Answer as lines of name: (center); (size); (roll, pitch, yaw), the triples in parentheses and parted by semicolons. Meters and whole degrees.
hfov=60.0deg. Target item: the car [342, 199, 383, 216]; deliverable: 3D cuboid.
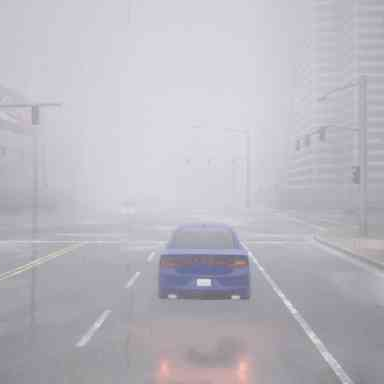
car: (17.234, 1.505, 32.366); (4.892, 1.490, 1.837); (0, 0, 2)

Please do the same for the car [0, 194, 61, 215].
car: (-16.078, 1.221, 33.311); (5.566, 2.045, 2.150); (0, 1, -16)

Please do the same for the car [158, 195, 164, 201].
car: (-7.932, 1.526, 79.885); (2.033, 1.411, 5.357); (0, 0, 2)

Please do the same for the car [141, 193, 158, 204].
car: (-8.488, 1.220, 64.205); (2.150, 2.045, 5.566); (0, 0, 2)

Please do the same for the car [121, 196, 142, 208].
car: (-9.045, 1.564, 48.835); (1.994, 1.385, 4.181); (0, 0, 2)

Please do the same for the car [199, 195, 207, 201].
car: (2.781, 1.524, 86.238); (1.812, 1.442, 4.674); (0, 0, 2)

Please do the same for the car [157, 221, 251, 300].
car: (0.310, 1.478, 8.462); (1.882, 1.535, 5.008); (0, 0, 2)
